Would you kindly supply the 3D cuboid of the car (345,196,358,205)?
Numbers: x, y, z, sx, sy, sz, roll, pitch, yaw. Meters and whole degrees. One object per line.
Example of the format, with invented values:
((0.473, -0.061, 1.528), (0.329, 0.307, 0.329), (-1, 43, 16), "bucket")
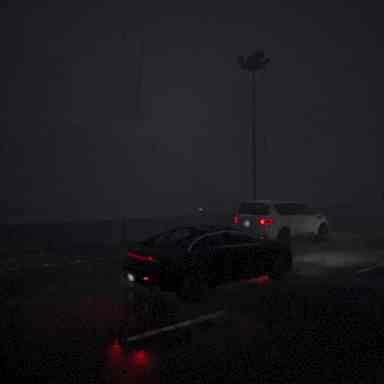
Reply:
((32.154, 1.796, 66.926), (2.150, 2.045, 5.566), (-1, -1, 29), "car")

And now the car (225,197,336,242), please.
((4.302, 1.392, 15.605), (5.566, 2.045, 2.150), (1, -1, -41), "car")

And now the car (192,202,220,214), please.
((2.083, 2.060, 42.963), (1.837, 1.490, 4.892), (-1, -1, 43), "car")

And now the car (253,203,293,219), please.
((8.452, 1.891, 34.446), (1.837, 1.490, 4.892), (-1, -2, 44), "car")

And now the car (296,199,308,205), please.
((25.464, 2.252, 76.991), (1.994, 1.385, 4.181), (-1, -1, 25), "car")

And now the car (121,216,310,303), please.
((0.613, 1.605, 8.570), (4.902, 1.511, 2.128), (0, -1, -38), "car")

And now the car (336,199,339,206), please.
((29.230, 2.166, 68.864), (2.033, 1.411, 5.357), (-1, -1, 29), "car")

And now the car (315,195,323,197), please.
((29.557, 1.767, 77.542), (2.150, 2.045, 5.566), (-1, -1, 25), "car")

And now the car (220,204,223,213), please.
((5.547, 1.964, 36.482), (1.812, 1.442, 4.674), (-1, -1, 44), "car")

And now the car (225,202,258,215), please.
((6.410, 2.035, 42.482), (1.812, 1.442, 4.674), (-1, -1, 43), "car")
